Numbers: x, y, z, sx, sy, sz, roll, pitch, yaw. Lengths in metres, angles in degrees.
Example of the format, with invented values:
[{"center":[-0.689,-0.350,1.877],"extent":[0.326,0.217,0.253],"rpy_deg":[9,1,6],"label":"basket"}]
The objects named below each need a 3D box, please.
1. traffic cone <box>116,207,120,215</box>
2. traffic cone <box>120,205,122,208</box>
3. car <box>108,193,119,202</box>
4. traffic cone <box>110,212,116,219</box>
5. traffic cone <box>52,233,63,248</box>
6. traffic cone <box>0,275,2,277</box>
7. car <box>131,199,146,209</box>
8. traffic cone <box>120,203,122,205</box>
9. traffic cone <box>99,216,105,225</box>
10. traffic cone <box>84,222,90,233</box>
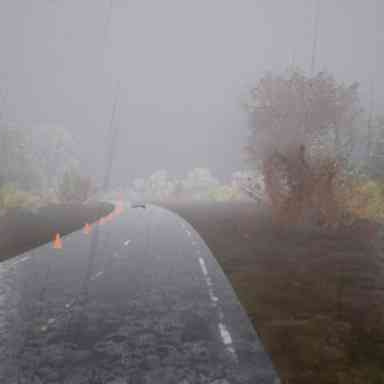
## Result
[{"center":[-7.597,2.036,33.425],"extent":[0.340,0.580,0.340],"rpy_deg":[0,0,-8],"label":"traffic cone"},{"center":[-8.362,2.047,38.309],"extent":[0.340,0.580,0.340],"rpy_deg":[0,0,-9],"label":"traffic cone"},{"center":[-20.346,1.379,86.305],"extent":[2.150,2.045,5.566],"rpy_deg":[0,0,-21],"label":"car"},{"center":[-6.933,2.025,28.525],"extent":[0.340,0.580,0.340],"rpy_deg":[0,0,-7],"label":"traffic cone"},{"center":[-5.550,1.993,13.759],"extent":[0.340,0.580,0.340],"rpy_deg":[0,0,-4],"label":"traffic cone"},{"center":[-5.293,1.983,8.821],"extent":[0.340,0.580,0.340],"rpy_deg":[0,0,-2],"label":"traffic cone"},{"center":[-7.472,1.658,46.590],"extent":[2.033,1.411,5.357],"rpy_deg":[0,0,-11],"label":"car"},{"center":[-9.228,2.058,43.177],"extent":[0.340,0.580,0.340],"rpy_deg":[0,0,-11],"label":"traffic cone"},{"center":[-6.370,2.015,23.613],"extent":[0.340,0.580,0.340],"rpy_deg":[0,0,-6],"label":"traffic cone"},{"center":[-5.909,2.004,18.690],"extent":[0.340,0.580,0.340],"rpy_deg":[0,0,-5],"label":"traffic cone"}]
